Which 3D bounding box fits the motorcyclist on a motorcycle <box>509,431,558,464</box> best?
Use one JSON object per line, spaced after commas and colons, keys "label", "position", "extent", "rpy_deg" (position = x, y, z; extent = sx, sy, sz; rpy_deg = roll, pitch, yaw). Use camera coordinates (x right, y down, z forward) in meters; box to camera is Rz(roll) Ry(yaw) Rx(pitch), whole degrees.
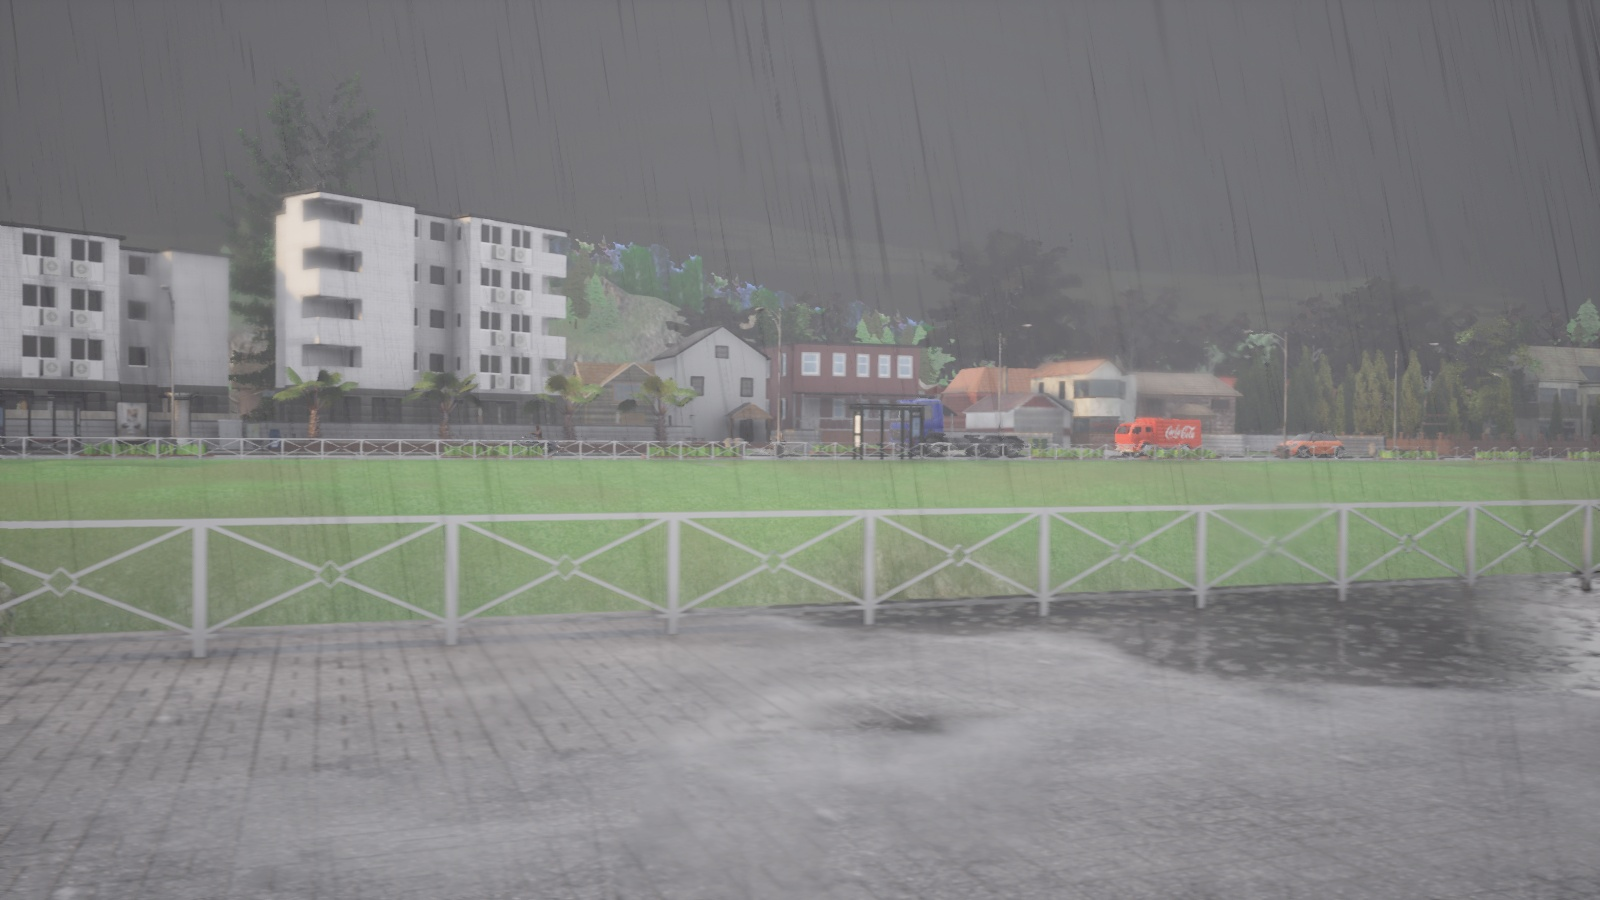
{"label": "motorcyclist on a motorcycle", "position": [-13.719, -0.154, 64.575], "extent": [2.350, 1.649, 0.766], "rpy_deg": [-1, 1, -21]}

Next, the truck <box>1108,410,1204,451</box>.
{"label": "truck", "position": [22.130, -1.200, 78.170], "extent": [5.204, 2.467, 2.627], "rpy_deg": [-1, 1, -21]}

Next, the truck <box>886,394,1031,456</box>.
{"label": "truck", "position": [9.278, -1.477, 73.288], "extent": [7.936, 3.462, 2.891], "rpy_deg": [-1, 1, -21]}

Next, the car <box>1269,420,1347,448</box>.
{"label": "car", "position": [33.328, -1.045, 82.423], "extent": [4.553, 1.767, 2.097], "rpy_deg": [-1, 1, -21]}
